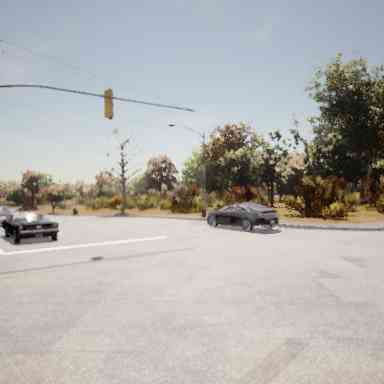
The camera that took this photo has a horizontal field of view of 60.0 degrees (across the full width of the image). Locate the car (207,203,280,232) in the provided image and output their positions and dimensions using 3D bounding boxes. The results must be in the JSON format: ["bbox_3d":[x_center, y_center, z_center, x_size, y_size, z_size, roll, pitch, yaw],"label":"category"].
[{"bbox_3d":[2.854,1.406,19.603,2.128,1.511,4.902,-1,0,-36],"label":"car"}]

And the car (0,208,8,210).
[{"bbox_3d":[-15.821,2.048,27.292,2.128,1.511,4.902,-1,-2,-36],"label":"car"}]

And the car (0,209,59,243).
[{"bbox_3d":[-8.179,1.696,16.761,1.895,1.301,4.718,-1,-1,-36],"label":"car"}]
